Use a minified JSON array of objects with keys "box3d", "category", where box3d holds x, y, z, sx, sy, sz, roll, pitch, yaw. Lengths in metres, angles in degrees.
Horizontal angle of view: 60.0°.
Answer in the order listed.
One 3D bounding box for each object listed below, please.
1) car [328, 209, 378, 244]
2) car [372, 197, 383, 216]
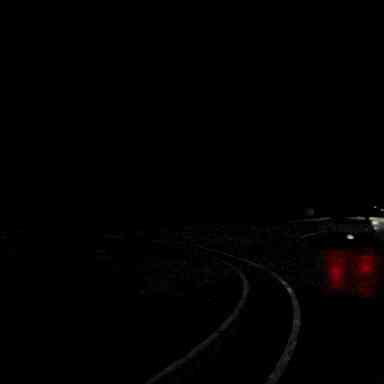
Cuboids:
[{"box3d":[8.044,1.733,16.631,1.895,1.301,4.718,-1,-1,28],"category":"car"},{"box3d":[20.303,1.326,33.390,5.566,2.045,2.150,-1,-1,-38],"category":"car"}]
